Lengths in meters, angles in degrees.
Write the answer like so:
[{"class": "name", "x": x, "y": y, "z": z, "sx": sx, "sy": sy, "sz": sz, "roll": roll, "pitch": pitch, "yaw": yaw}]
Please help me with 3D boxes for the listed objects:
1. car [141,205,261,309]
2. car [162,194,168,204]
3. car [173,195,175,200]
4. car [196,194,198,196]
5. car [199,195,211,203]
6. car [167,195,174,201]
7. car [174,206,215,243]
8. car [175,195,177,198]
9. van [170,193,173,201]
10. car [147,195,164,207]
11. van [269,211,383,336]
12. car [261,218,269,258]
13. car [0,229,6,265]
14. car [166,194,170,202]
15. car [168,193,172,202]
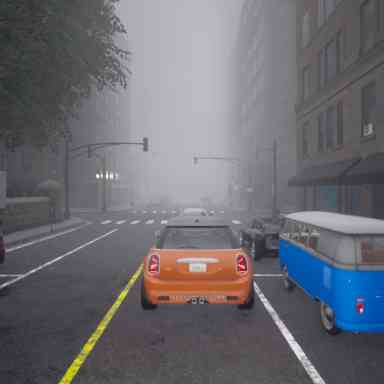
[{"class": "car", "x": 0.100, "y": 1.351, "z": 7.997, "sx": 2.097, "sy": 1.767, "sz": 4.553, "roll": 0, "pitch": 0, "yaw": 0}, {"class": "car", "x": -5.681, "y": 1.521, "z": 55.541, "sx": 2.008, "sy": 1.369, "sz": 4.403, "roll": 0, "pitch": 0, "yaw": 0}, {"class": "car", "x": -5.686, "y": 1.522, "z": 77.344, "sx": 2.008, "sy": 1.369, "sz": 4.403, "roll": 0, "pitch": 0, "yaw": 0}, {"class": "car", "x": 2.835, "y": 1.506, "z": 93.893, "sx": 1.752, "sy": 1.417, "sz": 4.829, "roll": 0, "pitch": 0, "yaw": 0}, {"class": "car", "x": 2.841, "y": 1.409, "z": 66.480, "sx": 1.967, "sy": 1.590, "sz": 4.097, "roll": 0, "pitch": 0, "yaw": 0}, {"class": "car", "x": -5.689, "y": 1.502, "z": 88.076, "sx": 1.752, "sy": 1.417, "sz": 4.829, "roll": 0, "pitch": 0, "yaw": 0}, {"class": "car", "x": 0.098, "y": 1.520, "z": 16.997, "sx": 1.812, "sy": 1.442, "sz": 4.674, "roll": 0, "pitch": 0, "yaw": 0}, {"class": "car", "x": -5.688, "y": 1.289, "z": 82.795, "sx": 2.192, "sy": 1.841, "sz": 5.009, "roll": 0, "pitch": 0, "yaw": 0}, {"class": "van", "x": -5.686, "y": 1.311, "z": 71.893, "sx": 1.690, "sy": 1.788, "sz": 3.998, "roll": 0, "pitch": 0, "yaw": 0}, {"class": "car", "x": -5.680, "y": 1.497, "z": 49.920, "sx": 1.752, "sy": 1.417, "sz": 4.829, "roll": 0, "pitch": 0, "yaw": 0}, {"class": "van", "x": 2.855, "y": 1.340, "z": 6.443, "sx": 1.690, "sy": 1.788, "sz": 3.998, "roll": 0, "pitch": 0, "yaw": 0}, {"class": "car", "x": 2.854, "y": 1.563, "z": 12.104, "sx": 1.947, "sy": 1.339, "sz": 4.313, "roll": 0, "pitch": 0, "yaw": 0}, {"class": "car", "x": -5.670, "y": 1.314, "z": 6.401, "sx": 2.192, "sy": 1.841, "sz": 5.009, "roll": 0, "pitch": 0, "yaw": 0}, {"class": "car", "x": -5.682, "y": 1.514, "z": 60.992, "sx": 1.887, "sy": 1.381, "sz": 4.507, "roll": 0, "pitch": 0, "yaw": 0}, {"class": "car", "x": -5.684, "y": 1.514, "z": 66.443, "sx": 1.887, "sy": 1.381, "sz": 4.507, "roll": 0, "pitch": 0, "yaw": 0}]
